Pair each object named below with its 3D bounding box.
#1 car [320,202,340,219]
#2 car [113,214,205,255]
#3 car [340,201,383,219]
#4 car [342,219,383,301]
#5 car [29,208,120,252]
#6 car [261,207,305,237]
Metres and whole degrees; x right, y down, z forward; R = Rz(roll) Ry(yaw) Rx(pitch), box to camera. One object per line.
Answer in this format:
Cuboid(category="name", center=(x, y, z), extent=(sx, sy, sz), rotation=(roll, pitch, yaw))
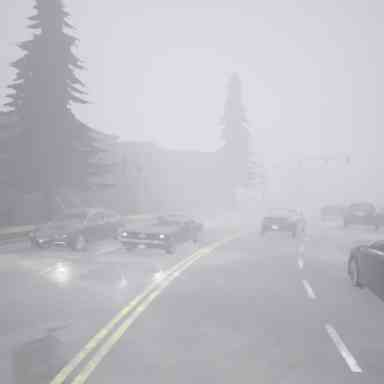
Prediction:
Cuboid(category="car", center=(13.303, 1.624, 30.308), extent=(1.882, 1.535, 5.008), rotation=(1, 0, 39))
Cuboid(category="car", center=(-1.024, 1.597, 13.612), extent=(1.895, 1.301, 4.718), rotation=(1, 0, 19))
Cuboid(category="car", center=(11.876, 1.481, 22.745), extent=(2.097, 1.767, 4.553), rotation=(1, 0, 35))
Cuboid(category="car", center=(4.500, 1.539, 6.356), extent=(2.128, 1.511, 4.902), rotation=(0, 0, 10))
Cuboid(category="car", center=(-4.497, 1.466, 13.896), extent=(1.837, 1.490, 4.892), rotation=(0, 0, 18))
Cuboid(category="car", center=(5.134, 1.585, 18.588), extent=(1.812, 1.442, 4.674), rotation=(0, 0, 26))
